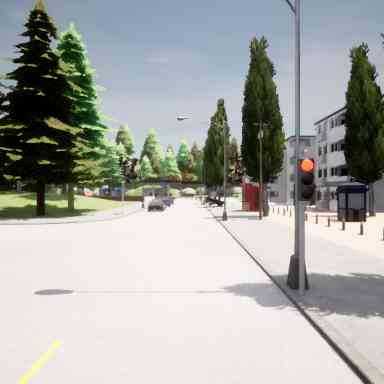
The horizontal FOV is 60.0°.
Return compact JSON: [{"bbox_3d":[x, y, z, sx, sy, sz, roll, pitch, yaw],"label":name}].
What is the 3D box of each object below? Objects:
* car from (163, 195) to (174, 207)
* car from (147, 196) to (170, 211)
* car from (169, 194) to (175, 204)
[{"bbox_3d":[-4.176,1.564,50.039,1.994,1.385,4.181,0,0,0],"label":"car"},{"bbox_3d":[-4.172,1.547,40.101,2.033,1.411,5.357,0,0,0],"label":"car"},{"bbox_3d":[-4.148,1.505,60.031,1.837,1.490,4.892,0,0,0],"label":"car"}]
